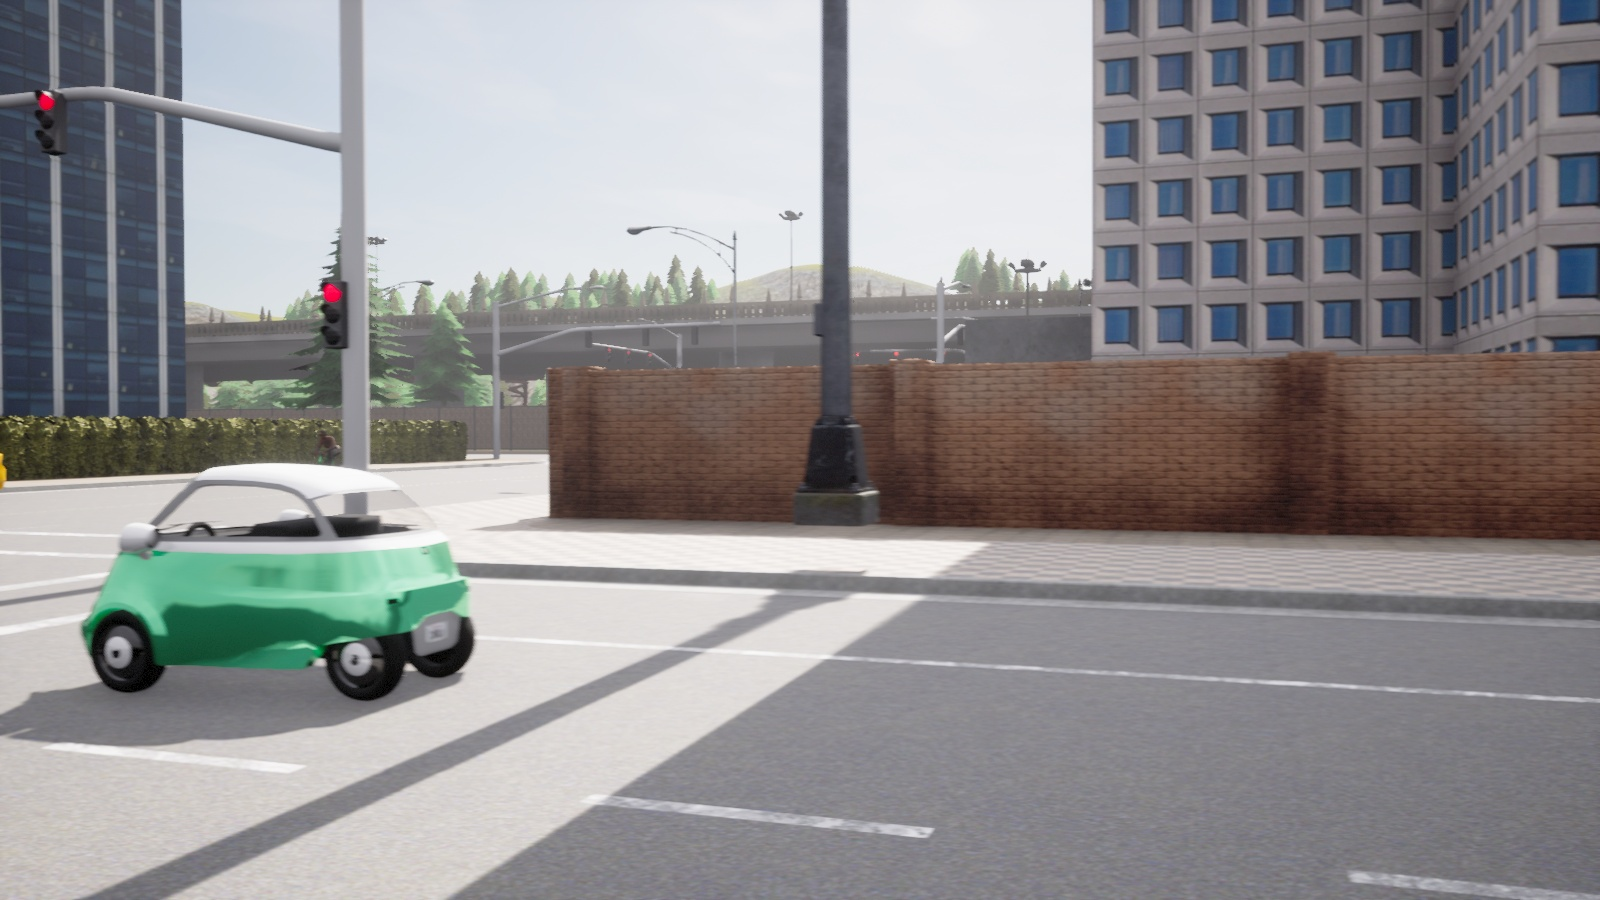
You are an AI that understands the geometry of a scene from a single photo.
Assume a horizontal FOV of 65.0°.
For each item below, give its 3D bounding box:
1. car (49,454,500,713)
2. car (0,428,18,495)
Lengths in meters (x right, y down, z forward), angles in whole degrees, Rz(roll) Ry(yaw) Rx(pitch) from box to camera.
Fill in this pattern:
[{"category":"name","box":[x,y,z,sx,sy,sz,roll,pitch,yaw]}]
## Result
[{"category":"car","box":[-3.278,0.741,7.979,2.207,1.376,1.481,1,1,18]},{"category":"car","box":[-19.923,0.293,27.196,1.882,1.535,5.008,1,1,18]}]
